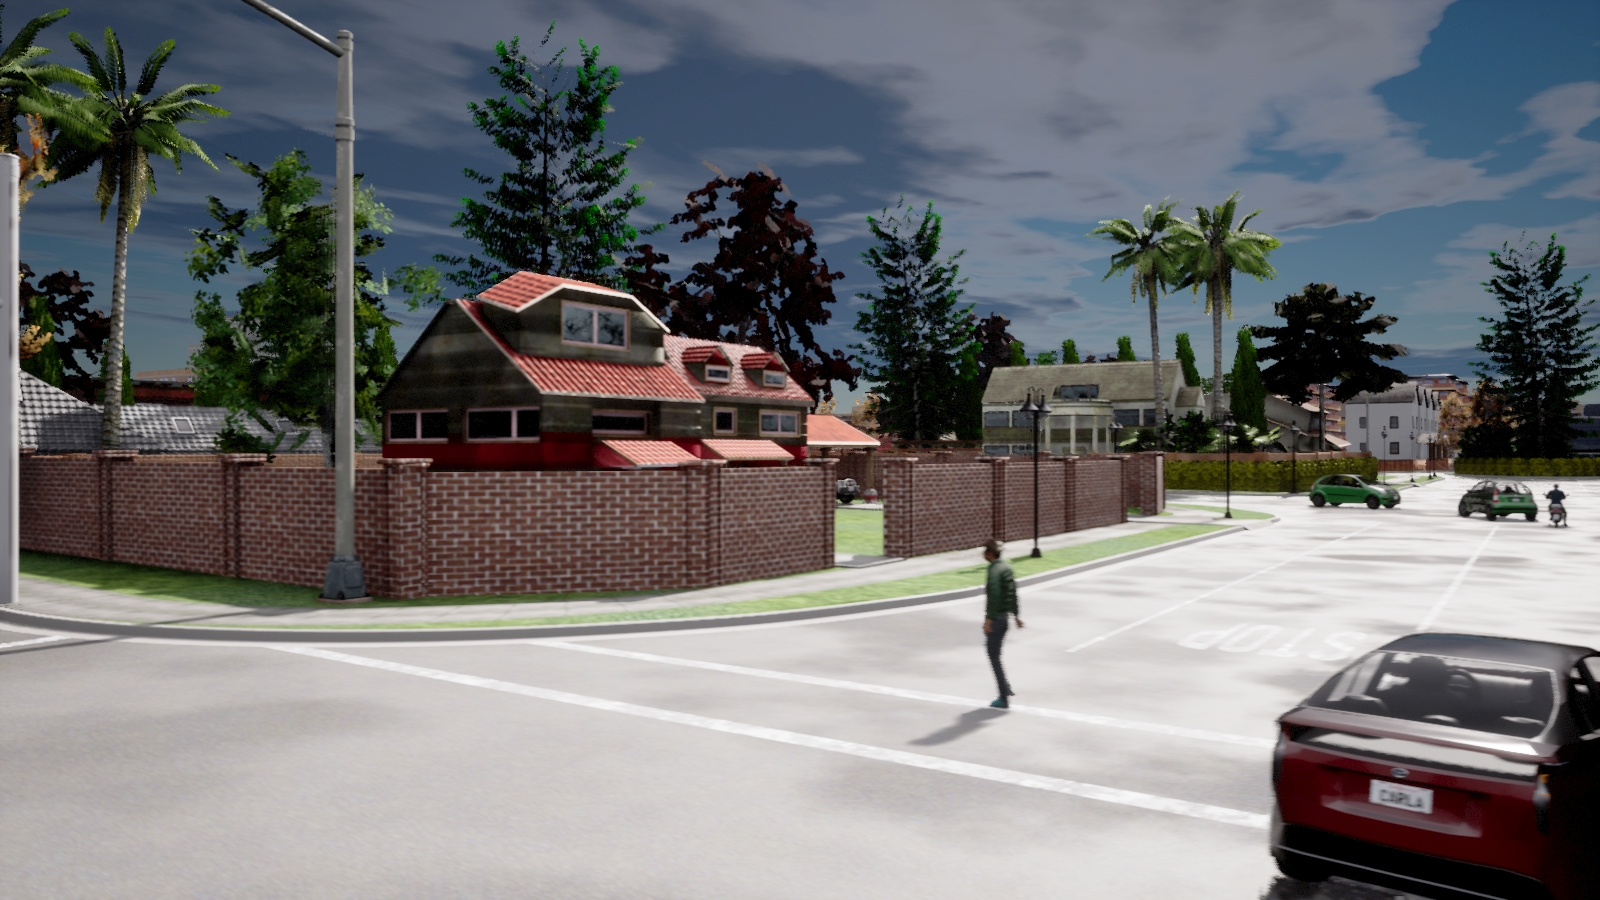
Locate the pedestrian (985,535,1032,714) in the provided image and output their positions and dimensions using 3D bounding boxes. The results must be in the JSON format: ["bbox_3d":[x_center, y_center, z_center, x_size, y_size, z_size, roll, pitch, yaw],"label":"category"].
[{"bbox_3d":[2.257,1.868,12.351,0.375,1.860,0.375,0,0,36],"label":"pedestrian"}]

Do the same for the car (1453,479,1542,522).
[{"bbox_3d":[29.055,2.053,47.703,1.851,1.617,3.988,0,0,10],"label":"car"}]

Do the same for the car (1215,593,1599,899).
[{"bbox_3d":[4.821,2.041,7.955,2.007,1.525,4.514,0,0,43],"label":"car"}]

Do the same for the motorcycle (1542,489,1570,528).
[{"bbox_3d":[28.275,2.176,42.727,0.856,1.341,1.805,0,0,33],"label":"motorcycle"}]

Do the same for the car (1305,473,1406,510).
[{"bbox_3d":[26.912,1.999,55.419,1.851,1.617,3.988,0,0,-35],"label":"car"}]
